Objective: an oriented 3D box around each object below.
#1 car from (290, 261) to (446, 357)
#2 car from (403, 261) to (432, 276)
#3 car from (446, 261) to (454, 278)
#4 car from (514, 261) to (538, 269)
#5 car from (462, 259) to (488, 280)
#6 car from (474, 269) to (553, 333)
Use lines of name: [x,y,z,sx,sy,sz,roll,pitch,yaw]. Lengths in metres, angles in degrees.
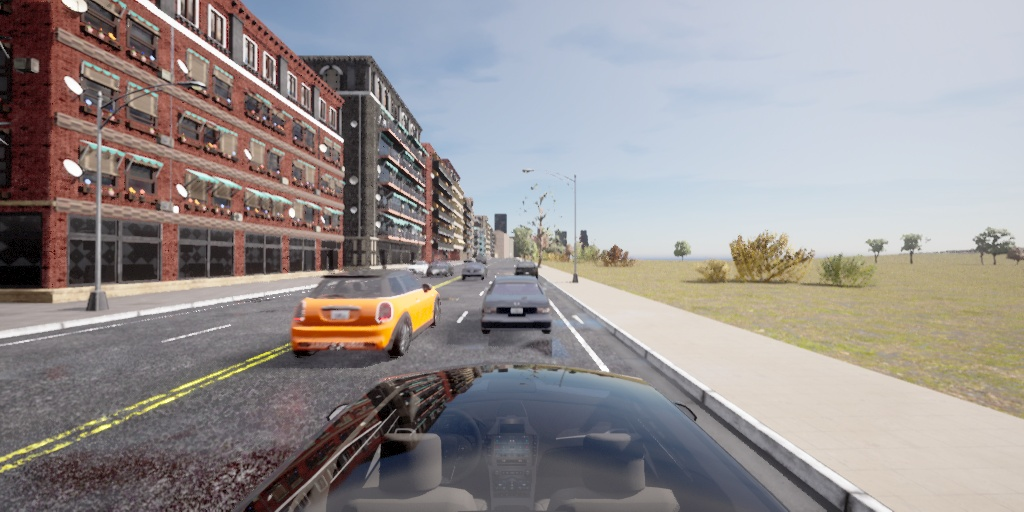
car: [-3.143,1.094,8.697,2.097,1.767,4.553,0,0,0]
car: [-9.794,1.230,37.583,1.812,1.442,4.674,0,0,0]
car: [-6.552,1.202,32.968,2.128,1.511,4.902,0,0,0]
car: [1.183,1.192,30.379,1.882,1.535,5.008,0,0,0]
car: [-3.110,1.261,30.684,2.033,1.411,5.357,0,0,1]
car: [0.113,1.287,10.675,2.033,1.411,5.357,0,0,0]
